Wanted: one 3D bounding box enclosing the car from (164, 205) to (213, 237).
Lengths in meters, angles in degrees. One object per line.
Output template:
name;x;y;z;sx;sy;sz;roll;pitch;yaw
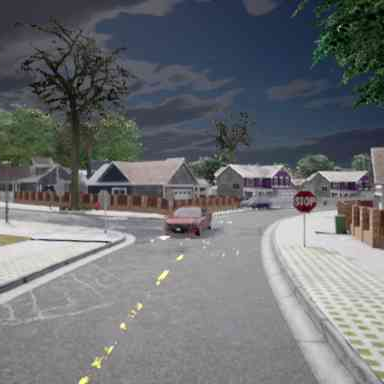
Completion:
car;-0.092;1.514;18.597;1.882;1.535;5.008;0;1;13

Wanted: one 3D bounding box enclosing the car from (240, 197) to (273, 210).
car;8.356;1.378;43.047;4.553;1.767;2.097;2;-2;-38

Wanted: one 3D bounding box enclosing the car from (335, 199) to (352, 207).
car;27.440;1.919;59.289;4.674;1.442;1.812;-1;1;-35
